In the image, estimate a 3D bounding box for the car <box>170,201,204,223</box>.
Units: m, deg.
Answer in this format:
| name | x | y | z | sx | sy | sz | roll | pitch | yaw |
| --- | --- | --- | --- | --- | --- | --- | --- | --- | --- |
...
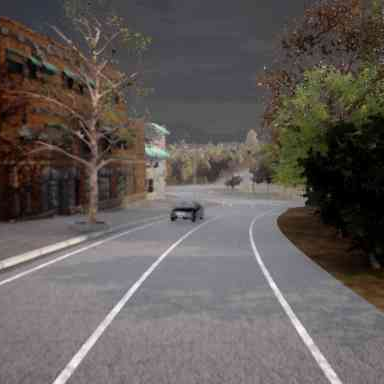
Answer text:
| name | x | y | z | sx | sy | sz | roll | pitch | yaw |
| --- | --- | --- | --- | --- | --- | --- | --- | --- | --- |
| car | -0.288 | 1.438 | 25.539 | 2.128 | 1.511 | 4.902 | 1 | 0 | 12 |
